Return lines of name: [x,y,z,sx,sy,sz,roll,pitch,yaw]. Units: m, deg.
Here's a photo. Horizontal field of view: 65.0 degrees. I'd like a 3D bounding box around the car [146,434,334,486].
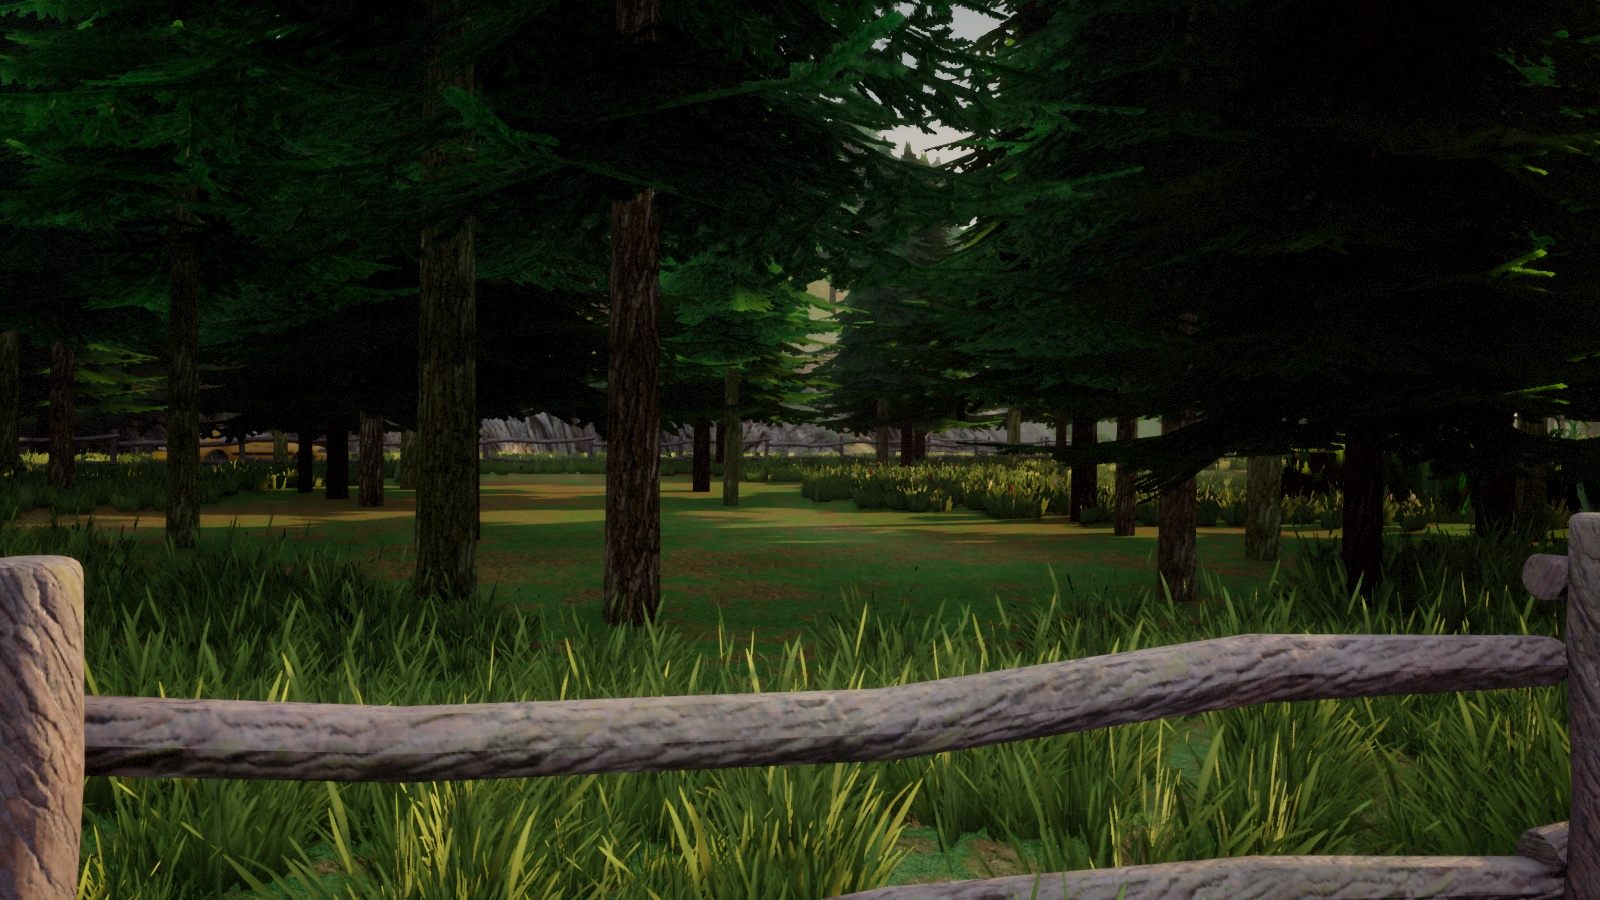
car: [-18.443,0.286,41.585,1.801,1.575,5.366,0,1,44]
